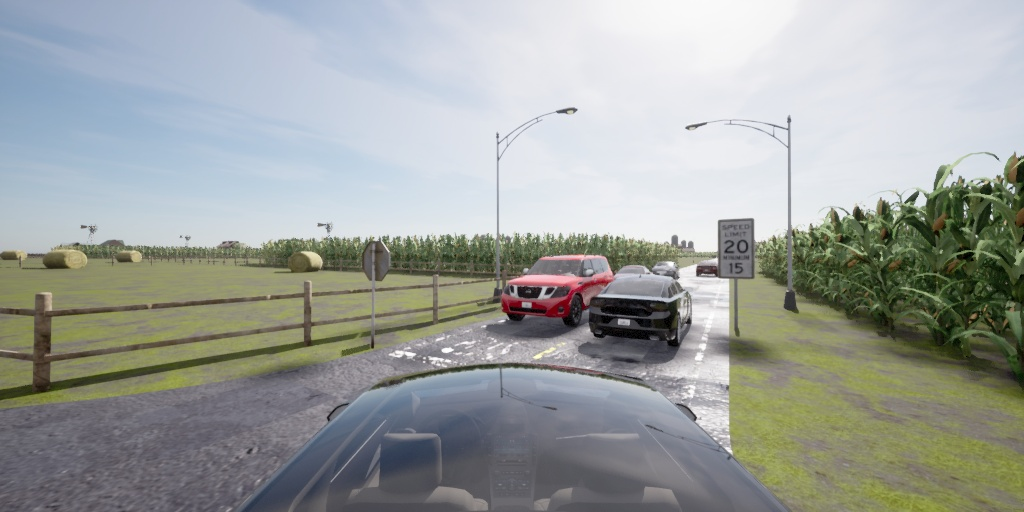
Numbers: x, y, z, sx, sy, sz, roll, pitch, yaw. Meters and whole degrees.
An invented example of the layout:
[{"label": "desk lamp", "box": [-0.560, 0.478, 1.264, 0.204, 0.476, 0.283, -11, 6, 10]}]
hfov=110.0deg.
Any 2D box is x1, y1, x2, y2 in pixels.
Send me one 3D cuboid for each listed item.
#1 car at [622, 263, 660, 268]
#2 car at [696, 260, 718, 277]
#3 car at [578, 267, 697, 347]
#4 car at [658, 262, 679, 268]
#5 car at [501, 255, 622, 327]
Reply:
[{"label": "car", "box": [7.006, 1.293, 20.696, 1.812, 1.442, 4.674, 0, 0, 31]}, {"label": "car", "box": [19.753, 1.229, 36.133, 1.882, 1.535, 5.008, 0, 0, 32]}, {"label": "car", "box": [3.618, 1.231, 9.601, 1.882, 1.535, 5.008, 0, 0, 31]}, {"label": "car", "box": [13.364, 1.259, 31.172, 2.128, 1.511, 4.902, 0, 0, 31]}, {"label": "car", "box": [1.834, 0.987, 12.163, 2.150, 2.045, 5.566, 0, 0, 31]}]
